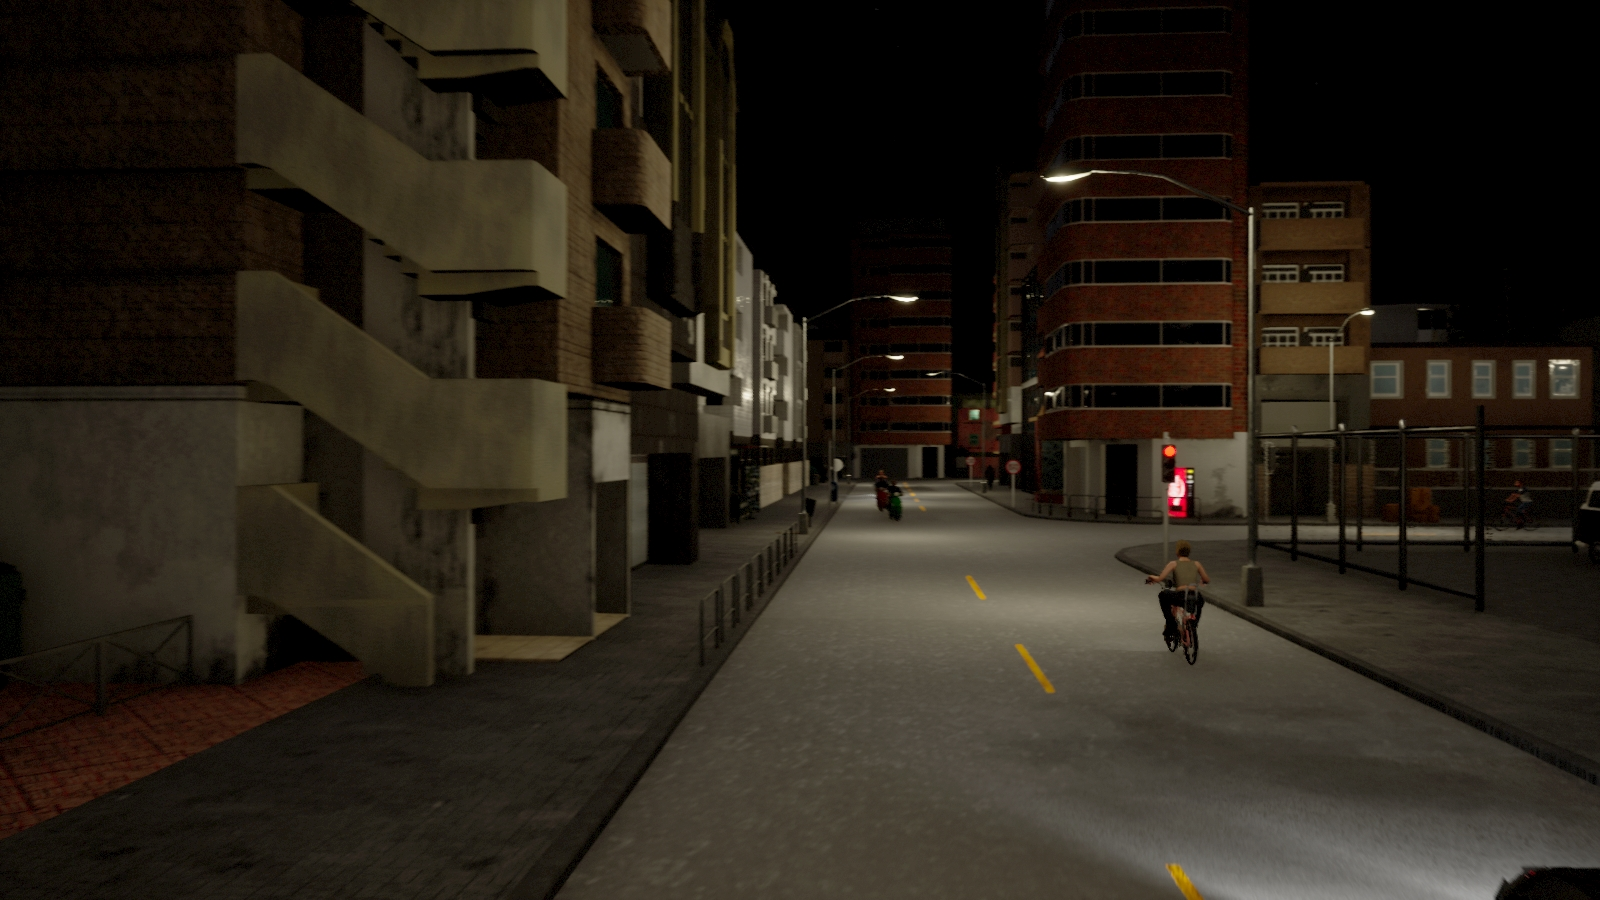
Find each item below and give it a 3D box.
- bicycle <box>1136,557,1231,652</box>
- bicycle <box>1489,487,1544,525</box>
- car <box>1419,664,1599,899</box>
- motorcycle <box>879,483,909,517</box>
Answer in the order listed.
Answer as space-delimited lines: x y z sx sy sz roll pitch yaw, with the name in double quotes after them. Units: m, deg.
5.120 2.042 15.344 0.859 1.080 1.487 0 0 4 "bicycle"
25.053 1.963 39.940 1.643 1.296 0.373 0 0 4 "bicycle"
4.104 1.847 3.419 2.163 1.488 4.792 0 0 4 "car"
3.712 1.967 45.276 0.856 1.236 1.805 1 0 -6 "motorcycle"
